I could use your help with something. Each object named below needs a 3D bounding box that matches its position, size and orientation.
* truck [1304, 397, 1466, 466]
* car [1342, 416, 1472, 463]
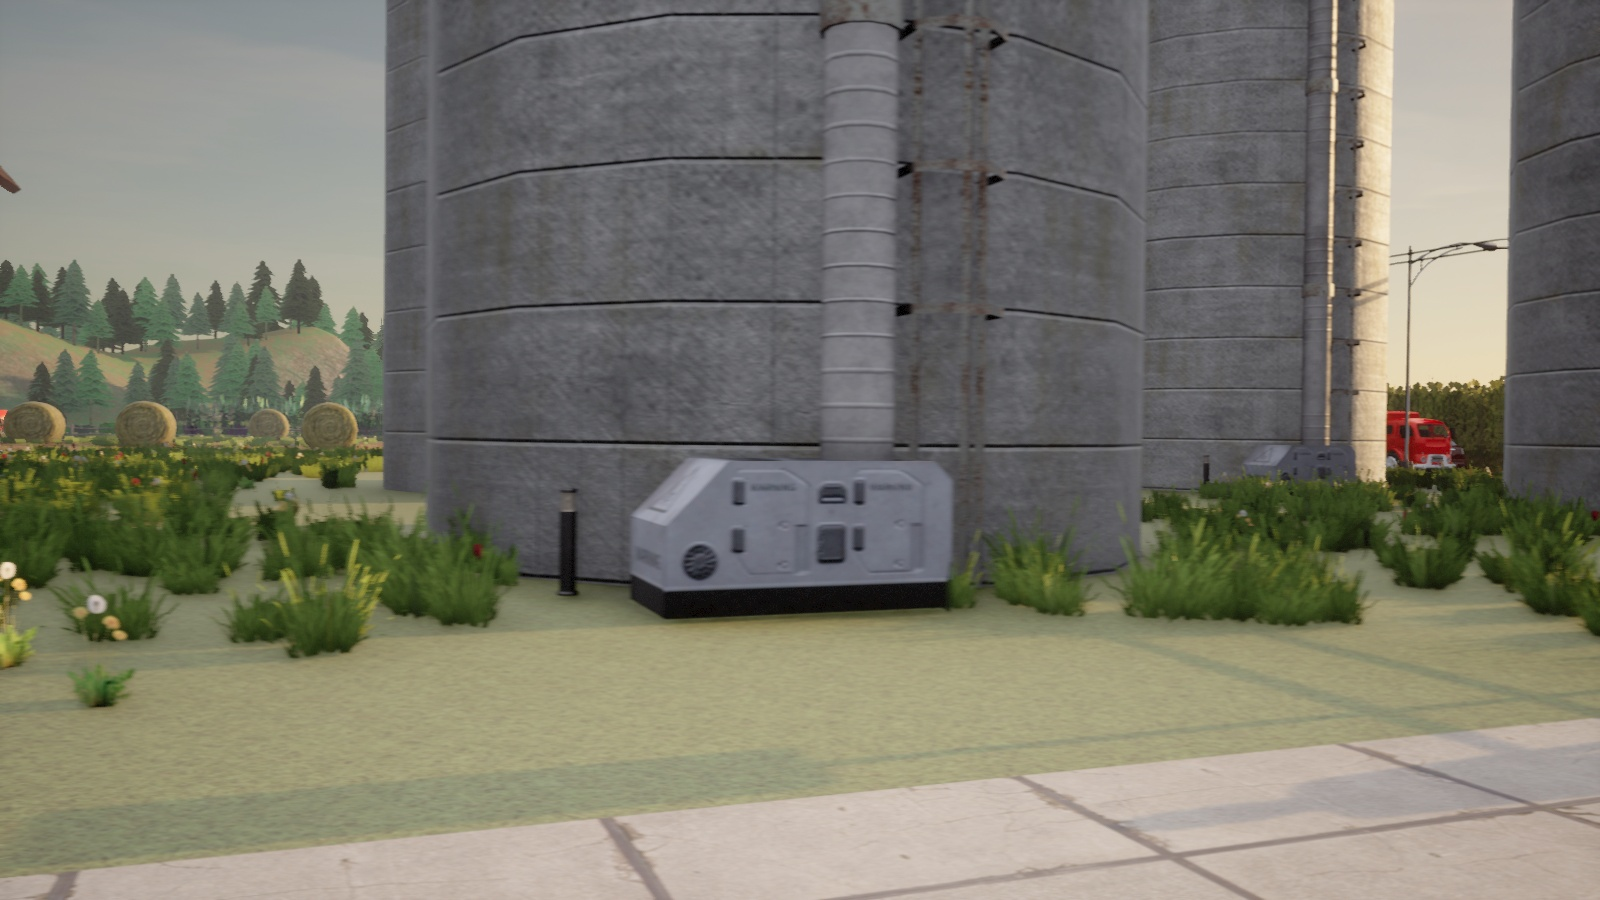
[{"bbox_3d":[22.012,-0.700,47.537,2.627,2.467,5.204,-1,1,-20],"label":"truck"},{"bbox_3d":[24.519,-0.437,50.909,2.097,1.767,4.553,-1,1,-20],"label":"car"}]
